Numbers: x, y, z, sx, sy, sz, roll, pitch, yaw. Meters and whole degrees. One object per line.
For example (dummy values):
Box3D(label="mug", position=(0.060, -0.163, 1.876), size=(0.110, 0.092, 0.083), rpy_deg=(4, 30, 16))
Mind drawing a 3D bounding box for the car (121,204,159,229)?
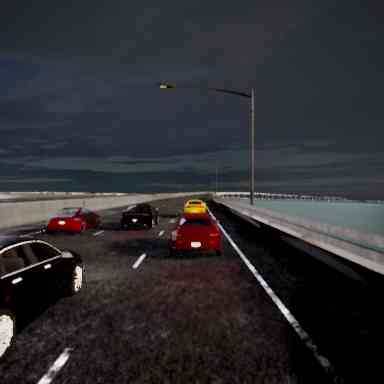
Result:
Box3D(label="car", position=(-3.299, 1.501, 21.812), size=(1.882, 1.535, 5.008), rpy_deg=(0, 0, 0))

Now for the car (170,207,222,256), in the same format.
Box3D(label="car", position=(0.130, 1.541, 13.120), size=(1.812, 1.442, 4.674), rpy_deg=(0, 0, 0))

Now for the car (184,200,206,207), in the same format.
Box3D(label="car", position=(0.298, 1.507, 31.388), size=(1.882, 1.535, 5.008), rpy_deg=(0, 0, 1))

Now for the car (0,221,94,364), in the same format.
Box3D(label="car", position=(-3.386, 1.512, 5.745), size=(1.837, 1.490, 4.892), rpy_deg=(0, 0, 0))

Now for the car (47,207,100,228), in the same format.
Box3D(label="car", position=(-6.817, 1.585, 19.476), size=(1.994, 1.385, 4.181), rpy_deg=(0, 0, 0))
